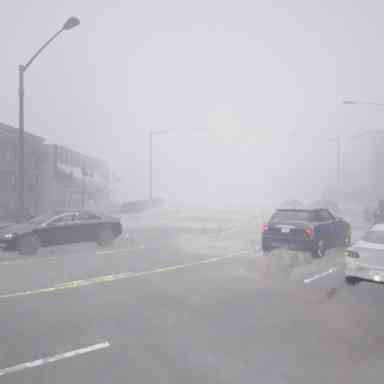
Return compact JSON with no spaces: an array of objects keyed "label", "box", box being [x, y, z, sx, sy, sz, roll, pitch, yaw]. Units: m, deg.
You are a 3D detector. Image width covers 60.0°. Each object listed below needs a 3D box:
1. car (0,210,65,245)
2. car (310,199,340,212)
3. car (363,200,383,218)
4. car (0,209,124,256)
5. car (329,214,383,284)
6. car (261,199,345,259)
[{"label":"car","box":[-8.434,1.567,14.976,4.718,1.301,1.895,0,0,-36]},{"label":"car","box":[15.178,1.489,38.266,1.994,1.385,4.181,0,0,3]},{"label":"car","box":[13.378,1.309,23.109,2.097,1.767,4.553,0,0,17]},{"label":"car","box":[-5.099,1.463,13.125,4.902,1.511,2.128,0,0,-41]},{"label":"car","box":[5.379,1.509,8.476,1.812,1.442,4.674,0,0,43]},{"label":"car","box":[4.534,1.326,12.899,2.097,1.767,4.553,0,0,40]}]
